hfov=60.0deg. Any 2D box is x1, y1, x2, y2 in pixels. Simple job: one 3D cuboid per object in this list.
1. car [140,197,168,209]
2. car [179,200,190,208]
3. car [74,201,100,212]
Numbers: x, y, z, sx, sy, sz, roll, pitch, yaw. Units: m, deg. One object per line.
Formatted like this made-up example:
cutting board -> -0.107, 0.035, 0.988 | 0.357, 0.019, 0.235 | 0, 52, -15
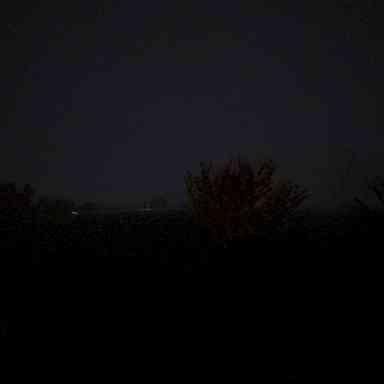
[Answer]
car -> -6.608, 1.923, 58.669 | 2.150, 2.045, 5.566 | -1, -2, 35
car -> -0.487, 2.209, 60.931 | 1.812, 1.442, 4.674 | -1, -2, 36
car -> -15.146, 2.066, 46.857 | 1.812, 1.442, 4.674 | -1, -2, 36
